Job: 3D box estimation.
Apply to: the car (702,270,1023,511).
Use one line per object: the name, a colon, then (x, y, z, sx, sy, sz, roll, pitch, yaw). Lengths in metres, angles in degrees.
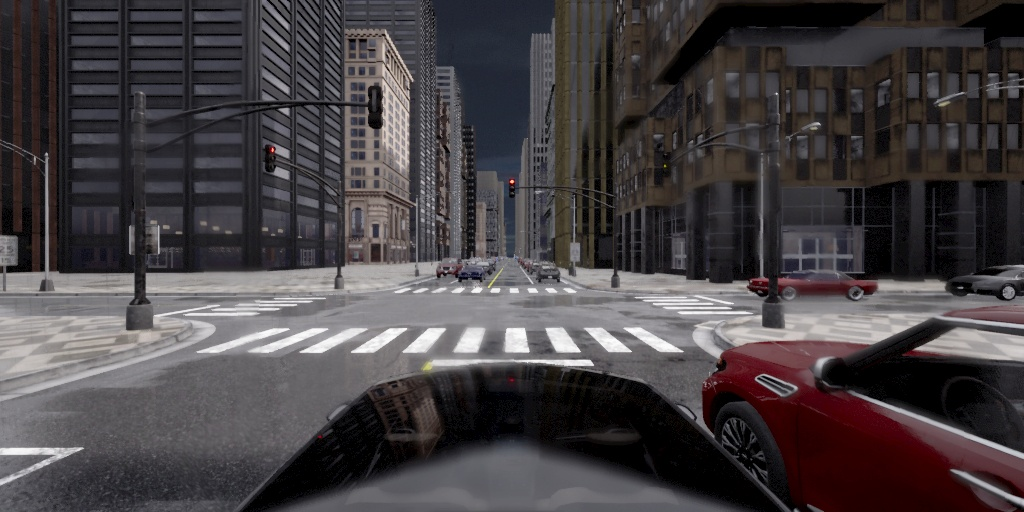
car: (2.762, 1.065, 1.230, 2.192, 1.841, 5.009, 0, 0, 0)

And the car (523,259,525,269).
car: (2.778, 1.300, 45.125, 1.888, 1.381, 4.507, 0, 0, 0)

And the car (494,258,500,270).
car: (-3.076, 1.304, 48.799, 2.033, 1.411, 5.357, 0, 0, 0)

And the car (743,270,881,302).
car: (13.525, 1.314, 16.376, 4.718, 1.301, 1.895, 0, 0, 0)

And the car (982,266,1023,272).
car: (22.959, 1.197, 16.419, 4.892, 1.490, 1.837, 0, 0, 0)

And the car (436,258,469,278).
car: (-5.751, 1.067, 33.837, 2.192, 1.841, 5.009, 0, 0, 0)

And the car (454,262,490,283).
car: (-3.090, 1.352, 28.462, 1.895, 1.301, 4.718, 0, 0, 0)

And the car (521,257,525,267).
car: (2.783, 1.199, 56.406, 1.967, 1.591, 4.097, 0, 0, 0)

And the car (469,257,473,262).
car: (-5.749, 1.194, 39.479, 1.967, 1.591, 4.097, 0, 0, 0)

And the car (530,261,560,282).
car: (2.772, 1.302, 28.203, 2.007, 1.370, 4.403, 0, 0, 0)

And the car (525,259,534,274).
car: (2.776, 1.304, 39.485, 2.007, 1.370, 4.403, 0, 0, 0)

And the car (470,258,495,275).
car: (-3.087, 1.279, 38.430, 1.812, 1.442, 4.674, 0, 0, 0)
